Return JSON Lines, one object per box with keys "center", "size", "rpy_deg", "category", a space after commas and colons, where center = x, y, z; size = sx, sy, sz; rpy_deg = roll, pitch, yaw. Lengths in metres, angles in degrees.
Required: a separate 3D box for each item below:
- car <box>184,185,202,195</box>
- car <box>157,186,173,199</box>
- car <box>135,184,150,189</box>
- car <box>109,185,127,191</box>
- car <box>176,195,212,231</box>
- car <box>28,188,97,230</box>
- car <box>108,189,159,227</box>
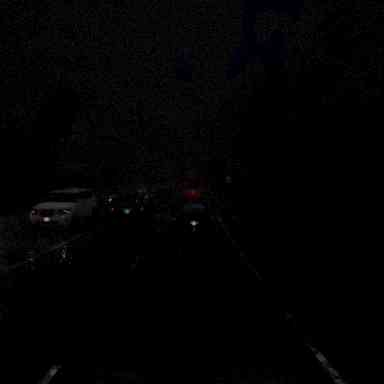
{"center": [0.099, -0.058, 39.287], "size": [2.097, 1.767, 4.553], "rpy_deg": [0, 3, 0], "category": "car"}
{"center": [-3.401, -0.047, 41.557], "size": [1.882, 1.535, 5.008], "rpy_deg": [0, 3, 0], "category": "car"}
{"center": [-7.074, -0.354, 47.936], "size": [2.128, 1.511, 4.902], "rpy_deg": [0, 3, 0], "category": "car"}
{"center": [-10.575, -0.264, 47.568], "size": [1.994, 1.385, 4.181], "rpy_deg": [0, 3, 0], "category": "car"}
{"center": [0.086, 1.186, 18.177], "size": [1.812, 1.442, 4.674], "rpy_deg": [0, 3, 0], "category": "car"}
{"center": [-7.046, 0.845, 18.854], "size": [2.150, 2.045, 5.566], "rpy_deg": [0, 3, 0], "category": "car"}
{"center": [-3.401, 0.944, 19.536], "size": [2.097, 1.767, 4.553], "rpy_deg": [0, 3, 0], "category": "car"}
